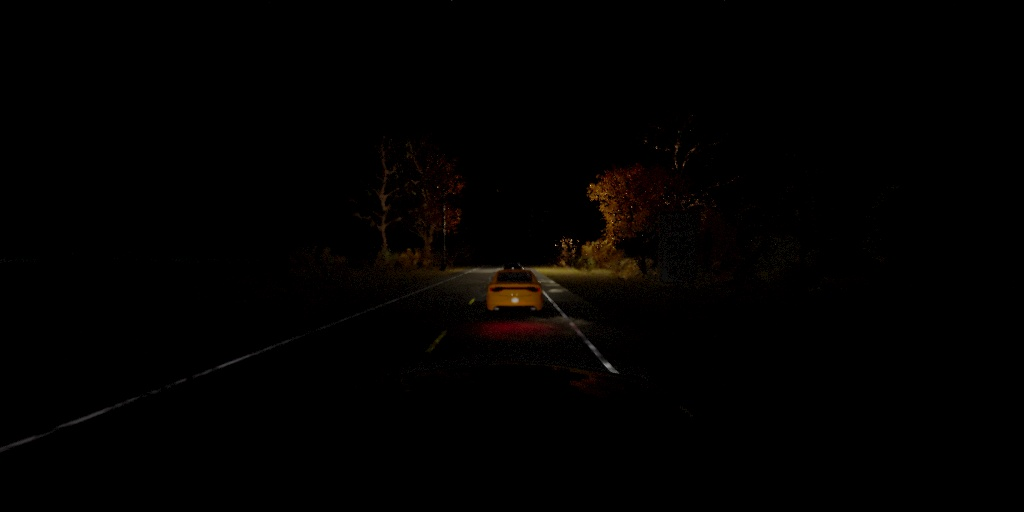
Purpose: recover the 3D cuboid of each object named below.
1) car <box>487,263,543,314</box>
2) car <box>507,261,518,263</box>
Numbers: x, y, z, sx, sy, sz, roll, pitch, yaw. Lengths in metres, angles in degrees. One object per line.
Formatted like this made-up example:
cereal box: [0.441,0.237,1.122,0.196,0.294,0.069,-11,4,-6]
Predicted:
car: [0.095,1.220,13.682,1.882,1.535,5.008,0,0,0]
car: [0.085,1.273,39.897,1.994,1.385,4.181,0,0,0]
